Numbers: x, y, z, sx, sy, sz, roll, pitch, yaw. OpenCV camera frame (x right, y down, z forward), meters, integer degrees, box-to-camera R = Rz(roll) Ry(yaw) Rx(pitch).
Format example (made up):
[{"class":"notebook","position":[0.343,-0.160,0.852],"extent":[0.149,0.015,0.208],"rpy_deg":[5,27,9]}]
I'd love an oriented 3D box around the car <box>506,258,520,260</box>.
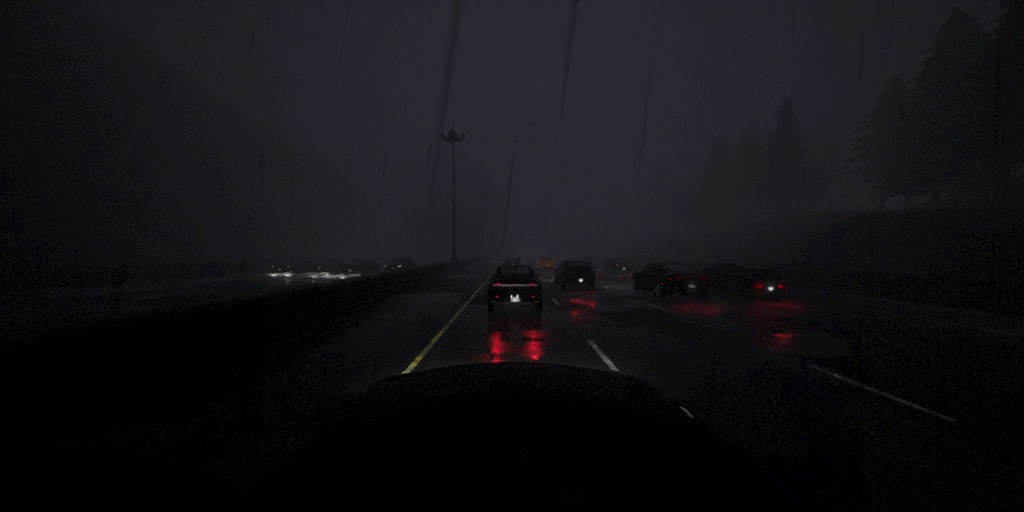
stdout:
[{"class":"car","position":[0.103,0.873,32.456],"extent":[2.033,1.411,5.357],"rpy_deg":[0,1,0]}]

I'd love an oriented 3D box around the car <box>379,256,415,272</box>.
[{"class":"car","position":[-10.592,0.808,34.149],"extent":[1.837,1.490,4.892],"rpy_deg":[0,1,0]}]

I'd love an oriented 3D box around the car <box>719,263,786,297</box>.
[{"class":"car","position":[10.602,1.042,17.081],"extent":[1.837,1.490,4.892],"rpy_deg":[0,1,0]}]

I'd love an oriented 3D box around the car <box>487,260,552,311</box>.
[{"class":"car","position":[0.101,1.081,13.463],"extent":[2.128,1.511,4.902],"rpy_deg":[0,1,0]}]

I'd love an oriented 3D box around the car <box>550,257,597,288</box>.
[{"class":"car","position":[3.602,0.986,21.147],"extent":[1.837,1.490,4.892],"rpy_deg":[0,1,0]}]

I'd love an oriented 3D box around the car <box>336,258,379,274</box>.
[{"class":"car","position":[-14.093,0.914,33.400],"extent":[1.895,1.301,4.718],"rpy_deg":[0,1,0]}]

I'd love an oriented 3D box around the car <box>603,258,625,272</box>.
[{"class":"car","position":[10.603,0.876,36.128],"extent":[1.895,1.301,4.718],"rpy_deg":[0,1,0]}]

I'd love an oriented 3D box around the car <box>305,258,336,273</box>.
[{"class":"car","position":[-17.590,0.859,34.731],"extent":[1.994,1.385,4.181],"rpy_deg":[0,1,0]}]

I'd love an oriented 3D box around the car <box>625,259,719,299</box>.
[{"class":"car","position":[7.102,1.022,16.589],"extent":[1.882,1.535,5.008],"rpy_deg":[0,1,0]}]

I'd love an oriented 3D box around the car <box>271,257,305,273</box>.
[{"class":"car","position":[-21.092,0.836,35.223],"extent":[2.033,1.411,5.357],"rpy_deg":[0,1,0]}]

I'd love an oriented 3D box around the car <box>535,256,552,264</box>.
[{"class":"car","position":[3.604,0.718,38.654],"extent":[1.882,1.535,5.008],"rpy_deg":[0,1,0]}]
